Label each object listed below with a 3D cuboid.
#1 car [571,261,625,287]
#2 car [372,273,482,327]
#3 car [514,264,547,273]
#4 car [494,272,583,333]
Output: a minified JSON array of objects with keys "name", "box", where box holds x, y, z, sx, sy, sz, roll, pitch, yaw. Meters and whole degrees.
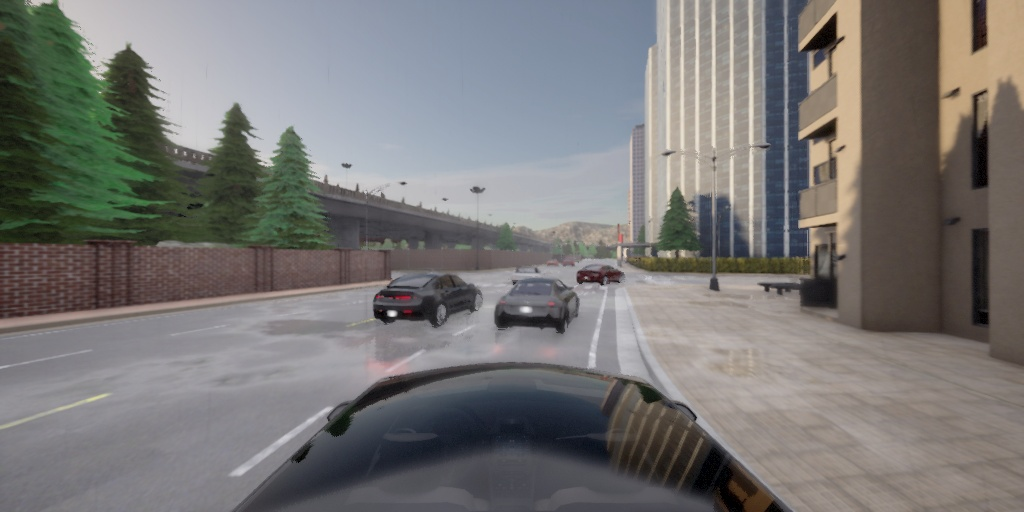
[{"name":"car","box":[6.565,1.336,26.301,1.882,1.535,5.008,-1,-1,38]},{"name":"car","box":[-2.514,1.297,11.833,1.837,1.490,4.892,0,0,16]},{"name":"car","box":[1.195,1.455,26.217,1.895,1.301,4.718,0,0,10]},{"name":"car","box":[0.910,1.354,11.078,1.994,1.385,4.181,0,0,16]}]
